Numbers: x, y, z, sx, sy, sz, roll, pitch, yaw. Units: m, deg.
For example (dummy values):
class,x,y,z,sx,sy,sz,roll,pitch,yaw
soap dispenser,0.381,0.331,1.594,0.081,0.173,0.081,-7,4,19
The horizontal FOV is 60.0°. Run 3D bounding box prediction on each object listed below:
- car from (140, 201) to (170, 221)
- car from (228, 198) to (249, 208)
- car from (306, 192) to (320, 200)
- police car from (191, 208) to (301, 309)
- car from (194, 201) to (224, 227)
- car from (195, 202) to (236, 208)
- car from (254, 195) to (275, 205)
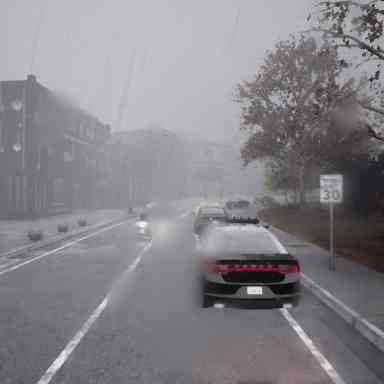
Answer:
class,x,y,z,sx,sy,sz,roll,pitch,yaw
car,-3.006,1.536,27.858,1.812,1.442,4.674,0,0,5
car,6.399,1.518,46.172,1.895,1.301,4.718,0,0,28
car,25.709,0.872,71.538,4.902,1.511,2.128,-2,0,-31
police car,1.033,1.427,8.091,1.930,1.638,5.238,0,0,0
car,1.262,1.481,23.783,1.882,1.535,5.008,0,0,4
car,1.042,1.509,17.937,1.837,1.490,4.892,0,0,1
car,12.050,1.290,55.330,1.837,1.490,4.892,-1,1,40
